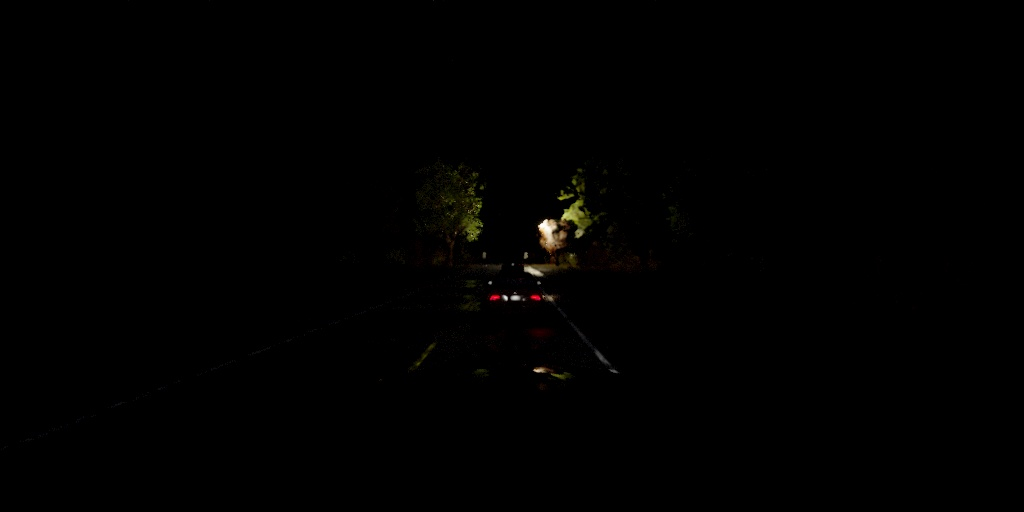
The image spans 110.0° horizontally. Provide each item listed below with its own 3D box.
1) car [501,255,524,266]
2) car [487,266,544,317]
[{"bbox_3d":[0.085,0.910,36.451,2.150,2.045,5.566,0,0,0],"label":"car"},{"bbox_3d":[0.096,1.276,13.038,2.033,1.411,5.357,0,0,0],"label":"car"}]
